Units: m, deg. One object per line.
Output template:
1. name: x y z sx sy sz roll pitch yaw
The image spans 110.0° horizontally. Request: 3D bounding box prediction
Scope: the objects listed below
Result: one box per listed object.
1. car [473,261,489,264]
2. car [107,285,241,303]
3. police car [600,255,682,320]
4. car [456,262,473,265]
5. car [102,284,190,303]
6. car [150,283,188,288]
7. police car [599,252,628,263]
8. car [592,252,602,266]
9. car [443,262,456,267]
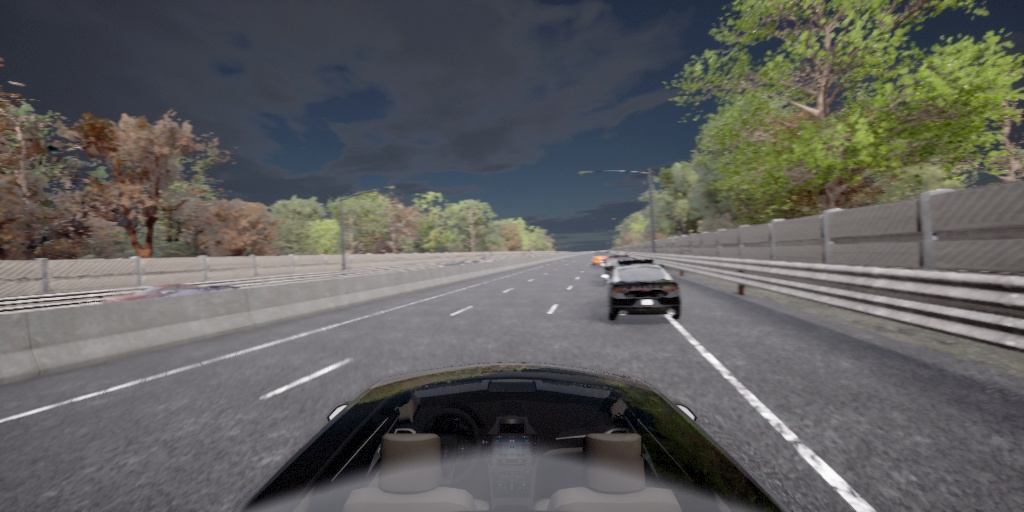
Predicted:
1. car: -4.010 1.485 56.704 1.895 1.301 4.718 -3 0 14
2. car: -14.003 2.108 16.302 2.033 1.411 5.357 -3 0 14
3. police car: 3.973 0.914 11.483 1.930 1.638 5.238 -3 0 14
4. car: -7.038 1.626 58.979 1.994 1.385 4.181 -3 0 14
5. car: -17.202 2.351 17.899 1.895 1.301 4.718 -3 0 14
6. car: -20.112 2.397 20.715 1.882 1.535 5.008 -3 0 14
7. police car: 6.358 0.751 21.194 1.930 1.638 5.238 -3 0 14
8. car: 11.862 0.295 47.899 2.097 1.767 4.553 -3 0 14
9. car: -10.188 1.740 60.824 2.128 1.511 4.902 -3 0 14
